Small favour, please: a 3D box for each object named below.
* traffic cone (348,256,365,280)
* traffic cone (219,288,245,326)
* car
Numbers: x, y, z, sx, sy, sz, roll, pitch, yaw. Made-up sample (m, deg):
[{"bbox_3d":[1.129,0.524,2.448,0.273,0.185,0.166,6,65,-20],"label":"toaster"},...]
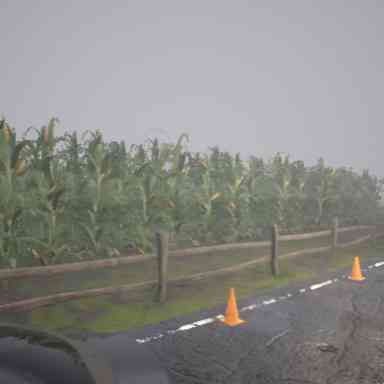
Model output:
[{"bbox_3d":[4.455,2.044,9.008,0.340,0.580,0.340,1,0,-41],"label":"traffic cone"},{"bbox_3d":[0.709,1.996,5.882,0.340,0.580,0.340,1,0,-38],"label":"traffic cone"},{"bbox_3d":[-2.266,1.493,1.053,4.892,1.490,1.837,1,0,-36],"label":"car"}]
